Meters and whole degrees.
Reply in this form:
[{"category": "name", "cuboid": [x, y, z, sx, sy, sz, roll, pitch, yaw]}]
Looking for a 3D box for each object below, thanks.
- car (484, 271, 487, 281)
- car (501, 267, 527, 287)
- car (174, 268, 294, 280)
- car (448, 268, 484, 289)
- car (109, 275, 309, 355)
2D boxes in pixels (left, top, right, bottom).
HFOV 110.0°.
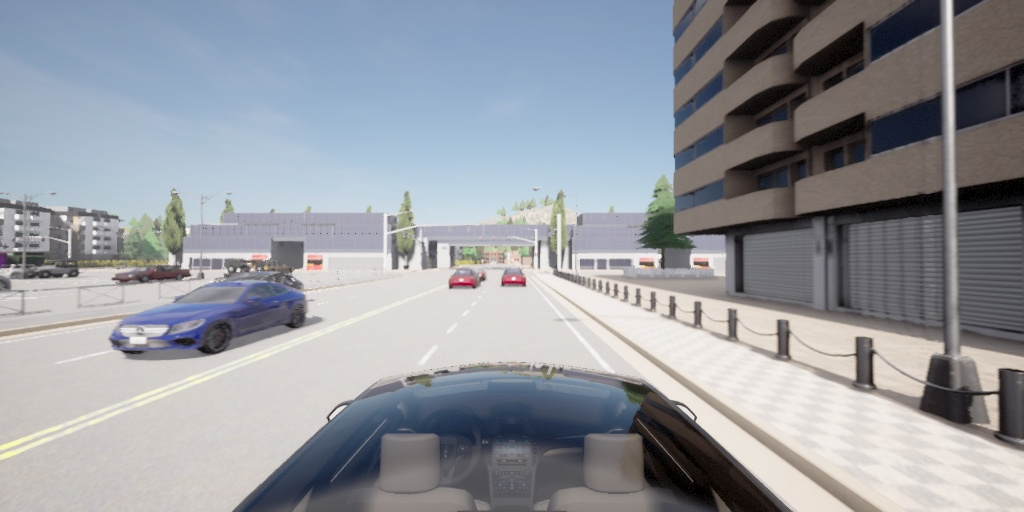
[{"category": "car", "cuboid": [-3.487, 1.783, 35.324, 1.895, 1.301, 4.718, 0, -1, 0]}, {"category": "car", "cuboid": [0.116, 1.659, 28.482, 1.994, 1.385, 4.181, 0, -1, -1]}, {"category": "car", "cuboid": [-10.588, 1.422, 14.758, 1.837, 1.490, 4.892, 0, -1, 0]}, {"category": "car", "cuboid": [-3.436, 1.633, 26.528, 1.994, 1.385, 4.181, 0, -1, 1]}, {"category": "car", "cuboid": [-7.073, 1.370, 9.116, 1.812, 1.442, 4.674, 0, -1, 0]}]
